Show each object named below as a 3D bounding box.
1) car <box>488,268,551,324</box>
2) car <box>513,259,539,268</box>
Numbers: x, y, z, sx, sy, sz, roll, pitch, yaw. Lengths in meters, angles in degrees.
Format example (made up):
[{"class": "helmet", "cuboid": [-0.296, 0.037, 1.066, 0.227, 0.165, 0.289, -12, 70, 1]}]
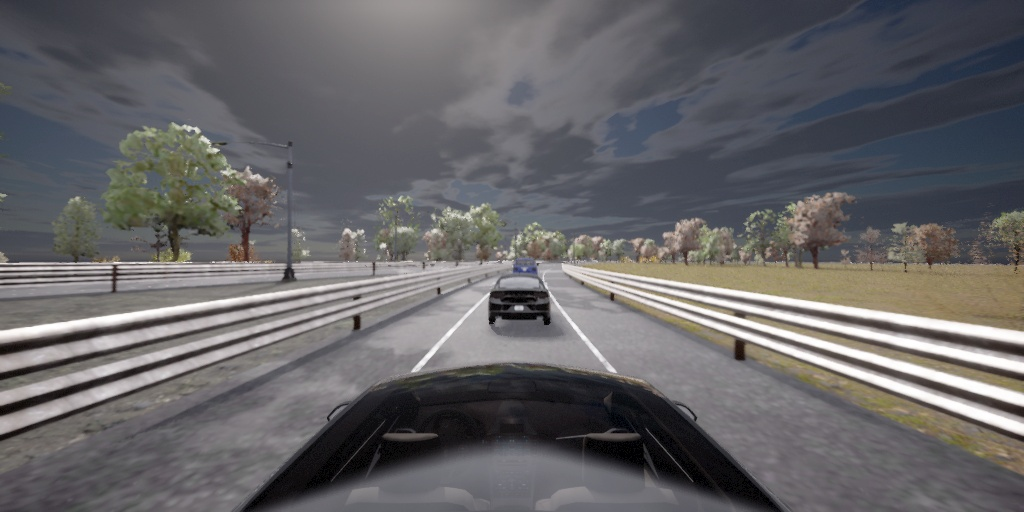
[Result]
[{"class": "car", "cuboid": [0.268, 1.330, 12.492, 1.882, 1.535, 5.008, 0, -1, 2]}, {"class": "car", "cuboid": [1.252, 1.265, 32.695, 2.150, 2.045, 5.566, 0, -1, 4]}]
